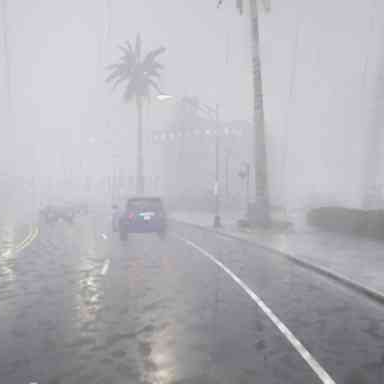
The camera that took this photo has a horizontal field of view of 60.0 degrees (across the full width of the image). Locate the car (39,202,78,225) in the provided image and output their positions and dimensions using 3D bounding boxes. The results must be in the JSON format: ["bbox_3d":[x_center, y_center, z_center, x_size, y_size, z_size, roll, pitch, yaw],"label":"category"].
[{"bbox_3d":[-10.207,1.636,24.801,1.895,1.301,4.718,0,0,-31],"label":"car"}]

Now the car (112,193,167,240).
[{"bbox_3d":[-2.858,1.242,17.378,2.150,2.045,5.566,0,0,-18],"label":"car"}]

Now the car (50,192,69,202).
[{"bbox_3d":[-26.644,1.346,65.402,4.553,1.767,2.185,0,0,28],"label":"car"}]

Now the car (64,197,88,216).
[{"bbox_3d":[-11.868,1.549,32.790,1.837,1.490,4.892,1,-1,-40],"label":"car"}]

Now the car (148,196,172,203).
[{"bbox_3d":[-6.496,1.496,67.663,4.674,1.452,2.002,0,0,28],"label":"car"}]
